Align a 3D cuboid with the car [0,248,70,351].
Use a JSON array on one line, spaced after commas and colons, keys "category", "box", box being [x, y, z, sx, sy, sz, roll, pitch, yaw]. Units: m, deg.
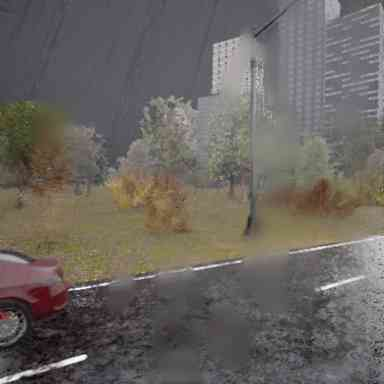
[{"category": "car", "box": [-4.194, 1.522, 4.670, 4.674, 1.442, 1.812, 0, 0, -35]}]
